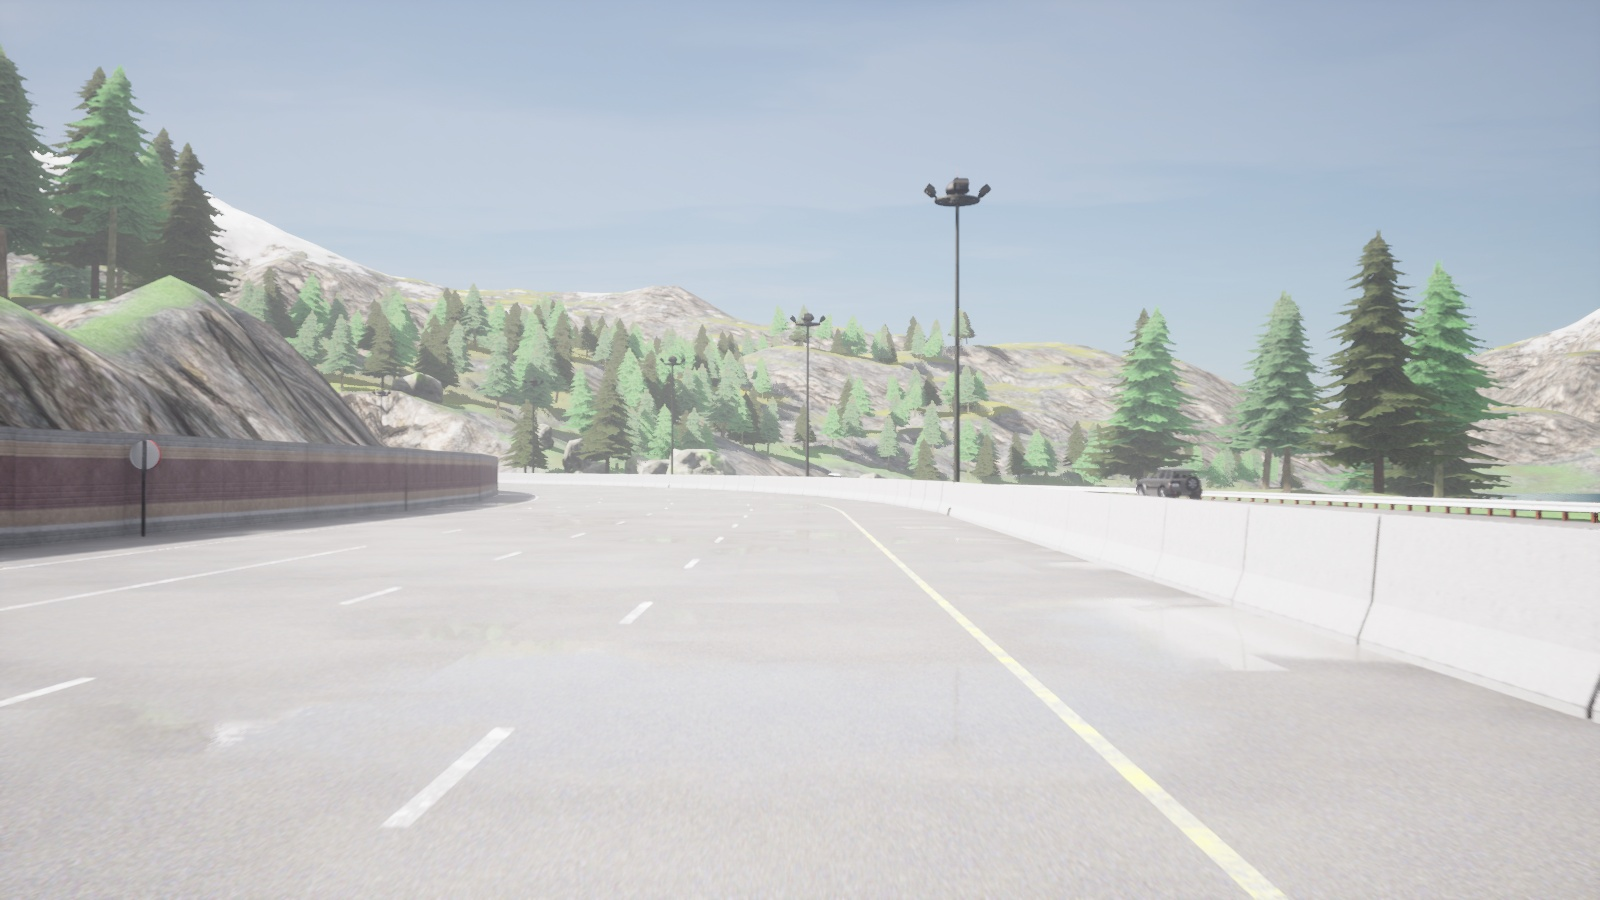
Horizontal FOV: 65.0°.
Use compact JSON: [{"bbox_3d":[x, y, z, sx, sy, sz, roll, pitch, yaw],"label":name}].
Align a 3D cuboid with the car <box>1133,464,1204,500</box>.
[{"bbox_3d":[19.541,1.672,66.821,1.932,1.855,4.605,0,-1,-8],"label":"car"}]
